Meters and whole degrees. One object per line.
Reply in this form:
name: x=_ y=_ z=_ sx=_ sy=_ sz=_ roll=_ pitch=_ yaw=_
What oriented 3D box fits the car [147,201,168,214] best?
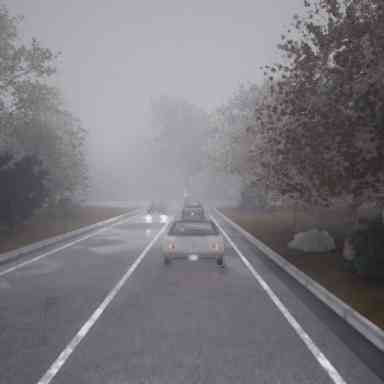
car: x=-3.570 y=1.608 z=35.029 sx=1.895 sy=1.301 sz=4.718 roll=0 pitch=0 yaw=0

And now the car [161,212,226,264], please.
car: x=0.060 y=1.604 z=11.799 sx=1.895 sy=1.301 sz=4.718 roll=0 pitch=0 yaw=0

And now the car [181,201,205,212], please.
car: x=0.064 y=1.498 z=28.237 sx=2.128 sy=1.511 sz=4.902 roll=0 pitch=0 yaw=0
